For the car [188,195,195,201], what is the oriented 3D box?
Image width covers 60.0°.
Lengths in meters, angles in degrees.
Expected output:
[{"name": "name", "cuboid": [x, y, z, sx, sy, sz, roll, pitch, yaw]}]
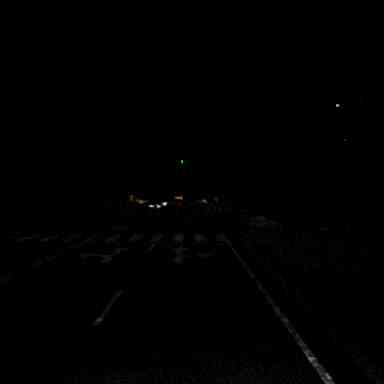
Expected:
[{"name": "car", "cuboid": [-0.131, 1.539, 83.789, 1.882, 1.535, 5.008, 0, 0, 0]}]

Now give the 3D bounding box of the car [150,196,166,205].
[{"name": "car", "cuboid": [-6.605, 1.648, 61.151, 2.033, 1.411, 5.357, 0, 0, 1]}]

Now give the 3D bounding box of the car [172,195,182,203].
[{"name": "car", "cuboid": [-3.357, 1.741, 73.806, 1.895, 1.301, 4.718, 0, 0, 0]}]

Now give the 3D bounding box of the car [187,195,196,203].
[{"name": "car", "cuboid": [-0.106, 1.644, 73.367, 1.837, 1.490, 4.892, 0, 0, 0]}]

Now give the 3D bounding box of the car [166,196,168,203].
[{"name": "car", "cuboid": [-6.615, 1.636, 76.573, 2.128, 1.511, 4.902, 0, 0, 0]}]

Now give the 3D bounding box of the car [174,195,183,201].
[{"name": "car", "cuboid": [-3.381, 1.539, 83.781, 1.882, 1.535, 5.008, 0, 0, 0]}]
